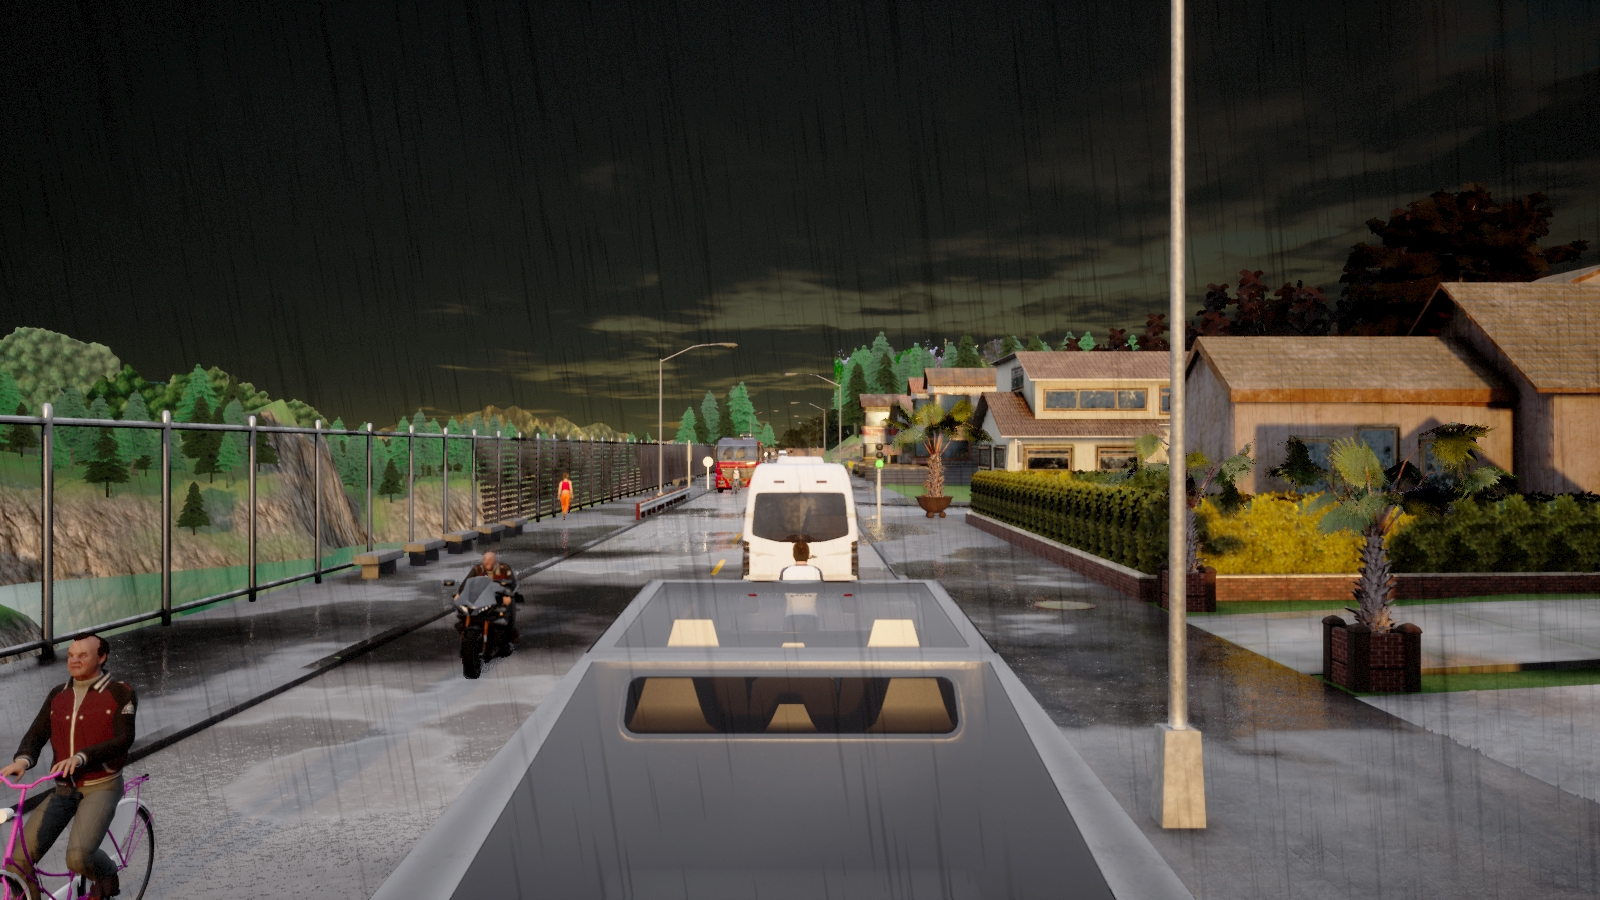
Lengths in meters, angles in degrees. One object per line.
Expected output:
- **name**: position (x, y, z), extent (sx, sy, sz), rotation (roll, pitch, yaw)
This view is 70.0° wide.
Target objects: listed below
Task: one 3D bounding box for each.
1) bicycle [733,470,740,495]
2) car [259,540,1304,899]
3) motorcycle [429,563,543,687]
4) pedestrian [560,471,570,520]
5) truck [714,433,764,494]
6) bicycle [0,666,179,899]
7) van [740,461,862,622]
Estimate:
- **bicycle**: position (-3.969, 2.028, 71.192), extent (0.373, 1.496, 1.643), rotation (0, 0, 0)
- **car**: position (-0.034, 1.751, 5.750), extent (2.390, 2.098, 6.274), rotation (0, 0, 0)
- **motorcycle**: position (-3.995, 2.199, 14.745), extent (0.867, 1.251, 2.209), rotation (0, 0, 0)
- **pedestrian**: position (-8.938, 1.727, 43.417), extent (0.375, 1.860, 0.375), rotation (0, 0, -9)
- **truck**: position (-3.968, 0.861, 76.479), extent (2.891, 3.827, 8.468), rotation (0, 0, 0)
- **bicycle**: position (-3.984, 2.057, 6.099), extent (0.329, 1.471, 1.835), rotation (0, 0, 0)
- **van**: position (0.012, 1.525, 21.541), extent (1.988, 2.561, 5.915), rotation (0, 0, 0)
